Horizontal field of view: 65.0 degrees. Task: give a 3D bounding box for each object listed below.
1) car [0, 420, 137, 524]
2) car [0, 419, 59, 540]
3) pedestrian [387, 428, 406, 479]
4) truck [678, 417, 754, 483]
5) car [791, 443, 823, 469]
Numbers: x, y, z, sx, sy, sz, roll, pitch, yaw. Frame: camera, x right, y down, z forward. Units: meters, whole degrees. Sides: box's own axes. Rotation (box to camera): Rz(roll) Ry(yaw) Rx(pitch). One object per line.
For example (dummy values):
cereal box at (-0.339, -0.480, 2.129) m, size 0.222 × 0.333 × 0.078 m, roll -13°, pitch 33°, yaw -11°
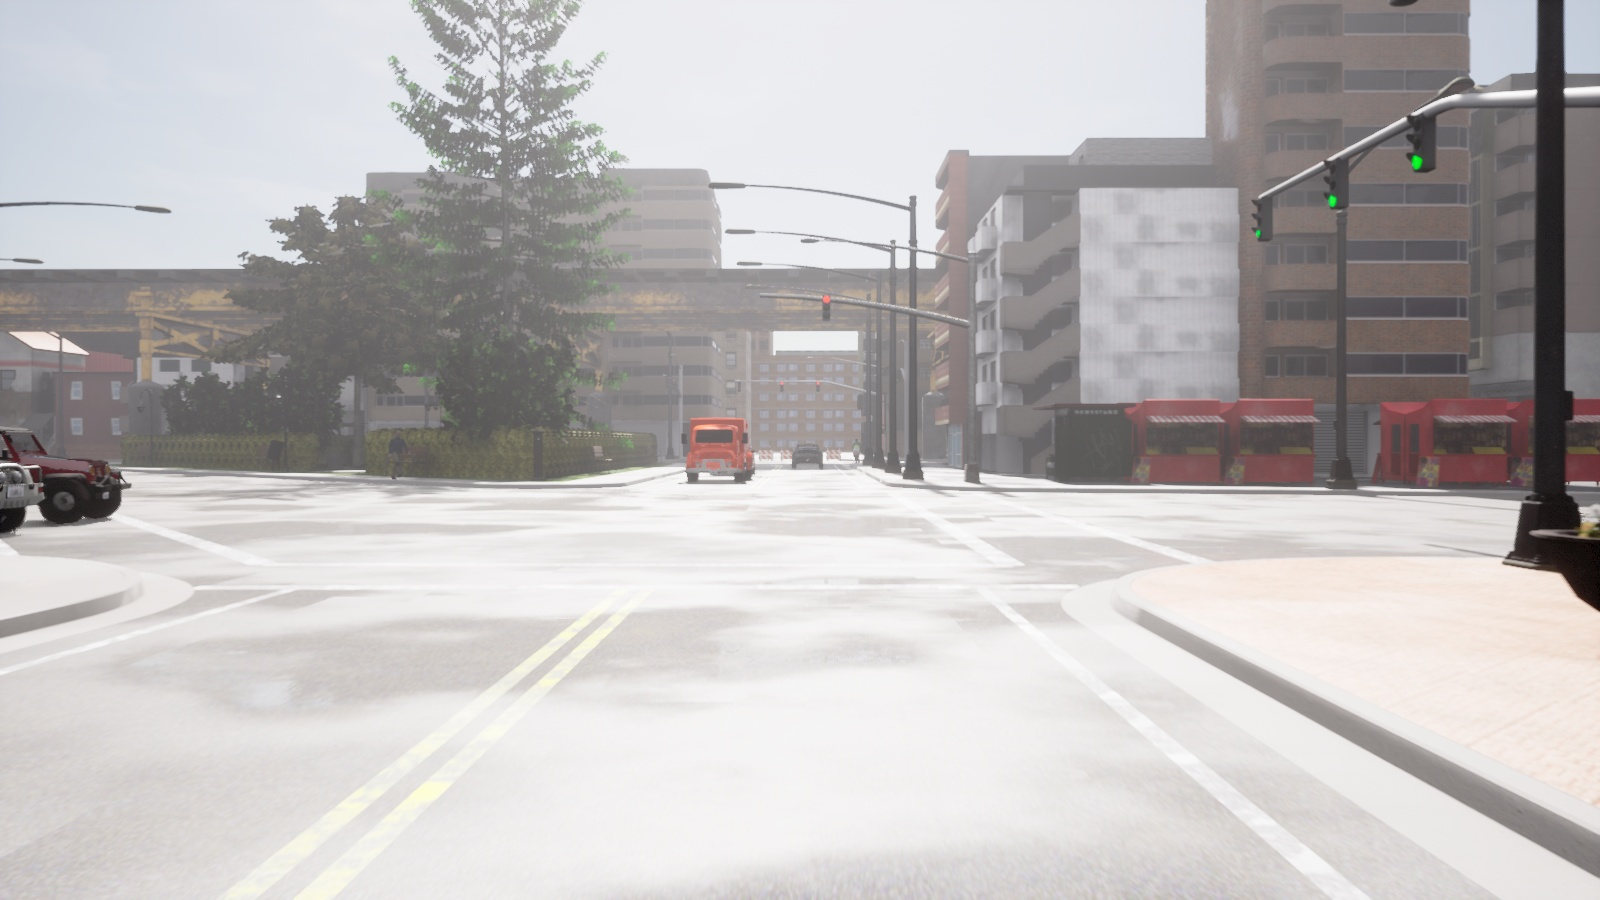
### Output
car at (-14.896, 0.392, 23.663) m, size 3.866 × 1.878 × 1.905 m, roll 0°, pitch 1°, yaw -10°
car at (-14.579, 0.437, 19.831) m, size 4.605 × 1.855 × 1.932 m, roll 0°, pitch 0°, yaw 0°
pedestrian at (-14.723, 0.129, 45.832) m, size 0.402 × 1.842 × 0.726 m, roll 0°, pitch 0°, yaw -42°
truck at (-3.202, -0.020, 49.097) m, size 2.627 × 2.467 × 5.204 m, roll 0°, pitch 0°, yaw 0°
car at (0.445, 0.330, 74.759) m, size 1.837 × 1.490 × 4.892 m, roll 0°, pitch 0°, yaw 0°
